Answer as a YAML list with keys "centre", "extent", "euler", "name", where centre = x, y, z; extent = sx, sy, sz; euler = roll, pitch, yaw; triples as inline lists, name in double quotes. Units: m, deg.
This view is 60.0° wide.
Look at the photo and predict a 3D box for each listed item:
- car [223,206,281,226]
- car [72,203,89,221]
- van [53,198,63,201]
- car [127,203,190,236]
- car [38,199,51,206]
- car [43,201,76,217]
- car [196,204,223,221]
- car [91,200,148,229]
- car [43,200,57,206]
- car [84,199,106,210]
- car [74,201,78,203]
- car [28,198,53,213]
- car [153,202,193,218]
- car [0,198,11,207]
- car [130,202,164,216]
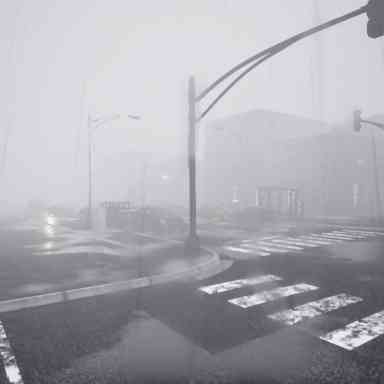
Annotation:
- centre: [4.726, 1.724, 25.210]
  extent: [1.947, 1.339, 4.313]
  euler: [-1, 0, -36]
  name: "car"
- centre: [-8.714, 1.919, 29.403]
  extent: [2.008, 1.369, 4.403]
  euler: [-1, 0, -36]
  name: "car"
- centre: [-28.758, 2.173, 70.769]
  extent: [1.690, 1.788, 3.998]
  euler: [-1, 0, -36]
  name: "van"
- centre: [-2.020, 1.673, 20.292]
  extent: [1.967, 1.590, 4.097]
  euler: [-1, 0, -36]
  name: "car"
- centre: [-35.549, 2.495, 80.018]
  extent: [1.752, 1.417, 4.829]
  euler: [-1, 0, -36]
  name: "car"
- centre: [-15.410, 2.053, 38.515]
  extent: [2.008, 1.369, 4.403]
  euler: [-1, 0, -36]
  name: "car"
- centre: [1.276, 1.753, 29.903]
  extent: [1.752, 1.417, 4.829]
  euler: [-1, 0, -36]
  name: "car"
- centre: [-5.371, 1.616, 24.847]
  extent: [2.192, 1.841, 5.009]
  euler: [-1, 0, -36]
  name: "car"
- centre: [-32.100, 2.444, 75.325]
  extent: [1.887, 1.381, 4.507]
  euler: [-1, 0, -36]
  name: "car"
- centre: [-15.365, 2.002, 52.545]
  extent: [1.967, 1.590, 4.097]
  euler: [-1, 0, -36]
  name: "car"
- centre: [-22.057, 2.279, 61.657]
  extent: [1.802, 1.307, 4.206]
  euler: [-1, 0, -36]
  name: "car"
- centre: [-22.111, 1.952, 47.626]
  extent: [2.192, 1.841, 5.009]
  euler: [-1, 0, -36]
  name: "car"
- centre: [-2.072, 1.820, 34.459]
  extent: [1.752, 1.417, 4.829]
  euler: [-1, 0, -36]
  name: "car"
- centre: [-42.232, 2.357, 74.936]
  extent: [2.192, 1.841, 5.009]
  euler: [-1, 0, -36]
  name: "car"
- centre: [-5.319, 1.911, 38.878]
  extent: [2.008, 1.369, 4.403]
  euler: [-1, 0, -36]
  name: "car"
